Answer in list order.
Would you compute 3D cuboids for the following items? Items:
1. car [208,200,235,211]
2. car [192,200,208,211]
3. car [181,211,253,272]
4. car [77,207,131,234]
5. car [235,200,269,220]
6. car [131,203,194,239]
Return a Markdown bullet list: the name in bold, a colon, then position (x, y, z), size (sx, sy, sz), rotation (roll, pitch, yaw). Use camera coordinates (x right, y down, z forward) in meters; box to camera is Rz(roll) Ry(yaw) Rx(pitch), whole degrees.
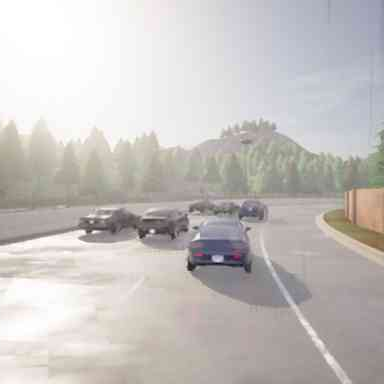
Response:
- **car**: position (3.738, 1.676, 34.675), size (2.033, 1.411, 5.357), rotation (0, 0, 22)
- **car**: position (1.244, 1.634, 37.567), size (1.837, 1.490, 4.892), rotation (0, 0, 23)
- **car**: position (0.963, 1.566, 10.907), size (1.812, 1.442, 4.674), rotation (0, 0, 7)
- **car**: position (-4.629, 1.595, 19.495), size (2.033, 1.411, 5.357), rotation (0, 0, 12)
- **car**: position (5.498, 1.470, 29.398), size (2.097, 1.767, 4.553), rotation (0, 0, 19)
- **car**: position (-1.389, 1.560, 17.795), size (1.837, 1.490, 4.892), rotation (0, 0, 11)
